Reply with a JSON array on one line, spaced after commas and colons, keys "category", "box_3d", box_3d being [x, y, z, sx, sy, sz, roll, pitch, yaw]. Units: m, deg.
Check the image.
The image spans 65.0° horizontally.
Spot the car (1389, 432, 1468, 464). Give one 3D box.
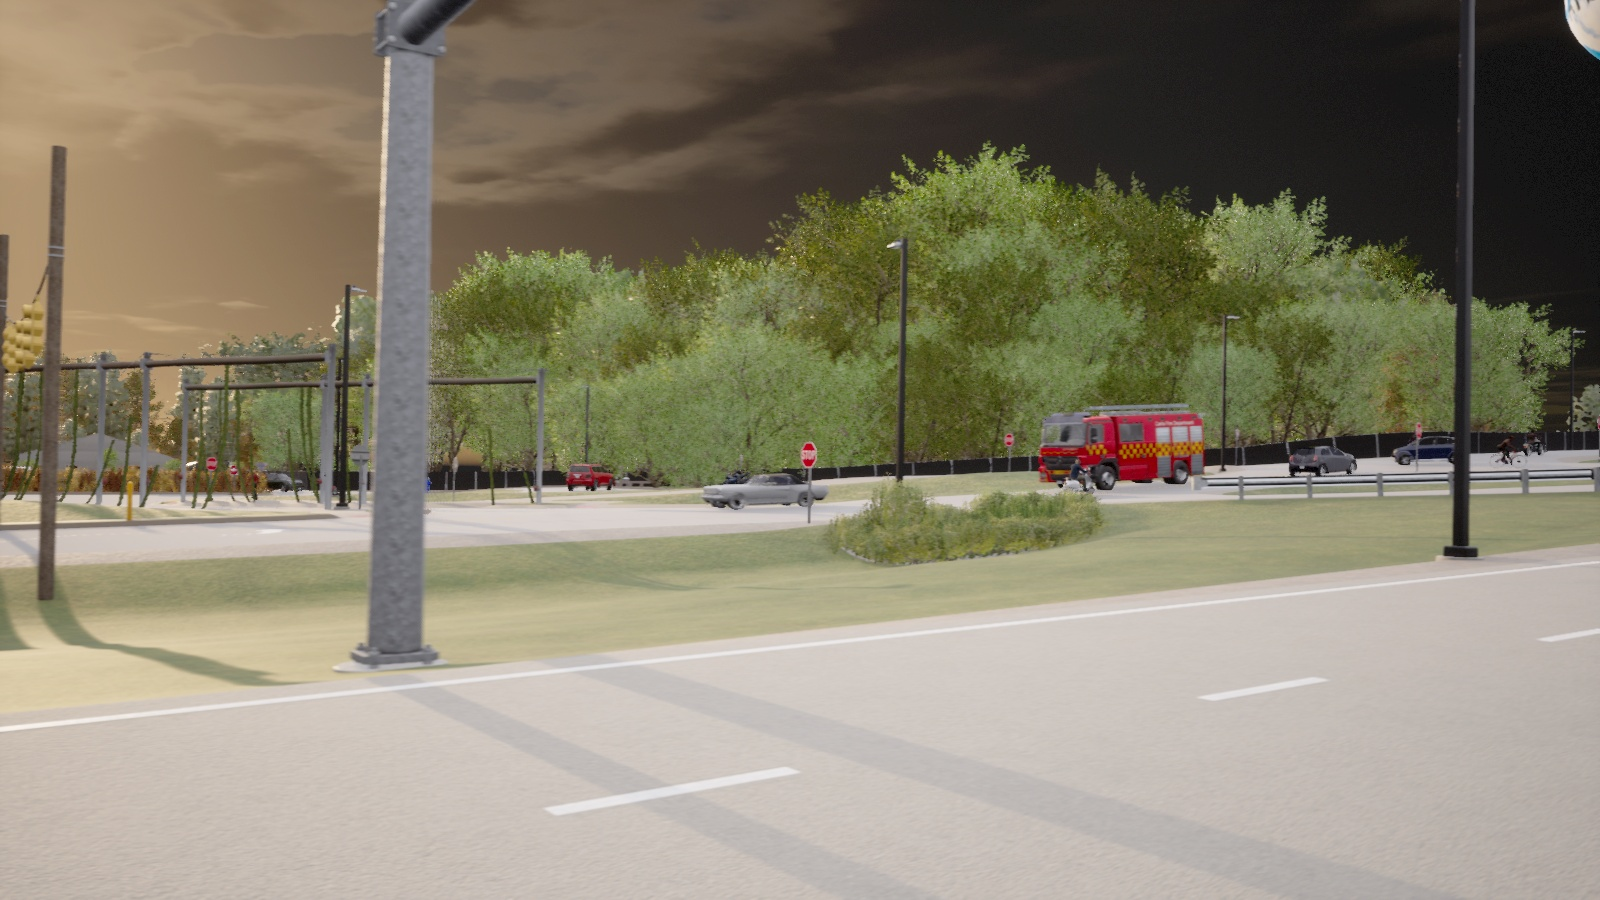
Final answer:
[{"category": "car", "box_3d": [33.854, -0.095, 67.747, 3.705, 1.549, 1.789, -2, 1, 24]}]

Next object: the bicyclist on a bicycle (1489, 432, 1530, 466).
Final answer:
[{"category": "bicyclist on a bicycle", "box_3d": [35.009, -0.037, 61.956, 1.656, 1.620, 0.582, -1, 2, 40]}]

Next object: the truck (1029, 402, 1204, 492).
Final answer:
[{"category": "truck", "box_3d": [14.939, -0.219, 58.895, 8.468, 3.827, 2.891, -3, 1, -34]}]

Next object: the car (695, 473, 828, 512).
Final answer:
[{"category": "car", "box_3d": [-1.457, 1.595, 48.144, 4.718, 1.301, 1.895, -1, 0, -27]}]

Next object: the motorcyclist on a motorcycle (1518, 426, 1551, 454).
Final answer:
[{"category": "motorcyclist on a motorcycle", "box_3d": [44.116, -0.617, 75.417, 2.350, 1.649, 0.766, -2, 1, -35]}]

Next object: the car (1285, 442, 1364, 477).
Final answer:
[{"category": "car", "box_3d": [25.956, 0.431, 62.122, 3.633, 1.501, 1.845, -4, 2, -34]}]

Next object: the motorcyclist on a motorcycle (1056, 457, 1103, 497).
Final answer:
[{"category": "motorcyclist on a motorcycle", "box_3d": [11.671, 1.118, 52.435, 1.817, 1.590, 0.866, -2, 1, -35]}]

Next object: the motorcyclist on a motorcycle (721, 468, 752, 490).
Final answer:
[{"category": "motorcyclist on a motorcycle", "box_3d": [-4.859, 2.216, 95.996, 2.191, 1.530, 0.866, -4, -2, 7]}]

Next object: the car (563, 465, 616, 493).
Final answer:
[{"category": "car", "box_3d": [-16.135, 2.175, 96.377, 2.150, 2.045, 5.566, 1, 0, 11]}]
